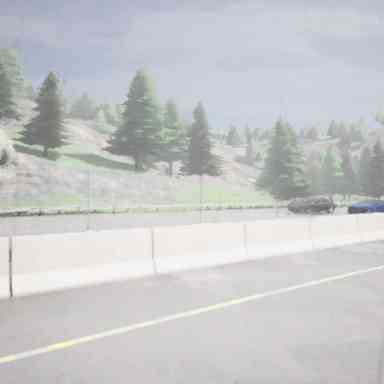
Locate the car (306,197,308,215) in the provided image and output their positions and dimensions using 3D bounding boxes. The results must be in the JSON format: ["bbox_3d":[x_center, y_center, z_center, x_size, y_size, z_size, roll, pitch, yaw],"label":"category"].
[{"bbox_3d":[11.489,1.328,31.514,4.892,1.490,1.837,0,1,-28],"label":"car"}]

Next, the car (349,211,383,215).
[{"bbox_3d":[16.260,1.357,30.065,5.008,1.535,1.882,1,0,-27],"label":"car"}]

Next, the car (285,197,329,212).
[{"bbox_3d":[12.440,1.321,35.959,4.674,1.442,1.812,1,0,-27],"label":"car"}]
